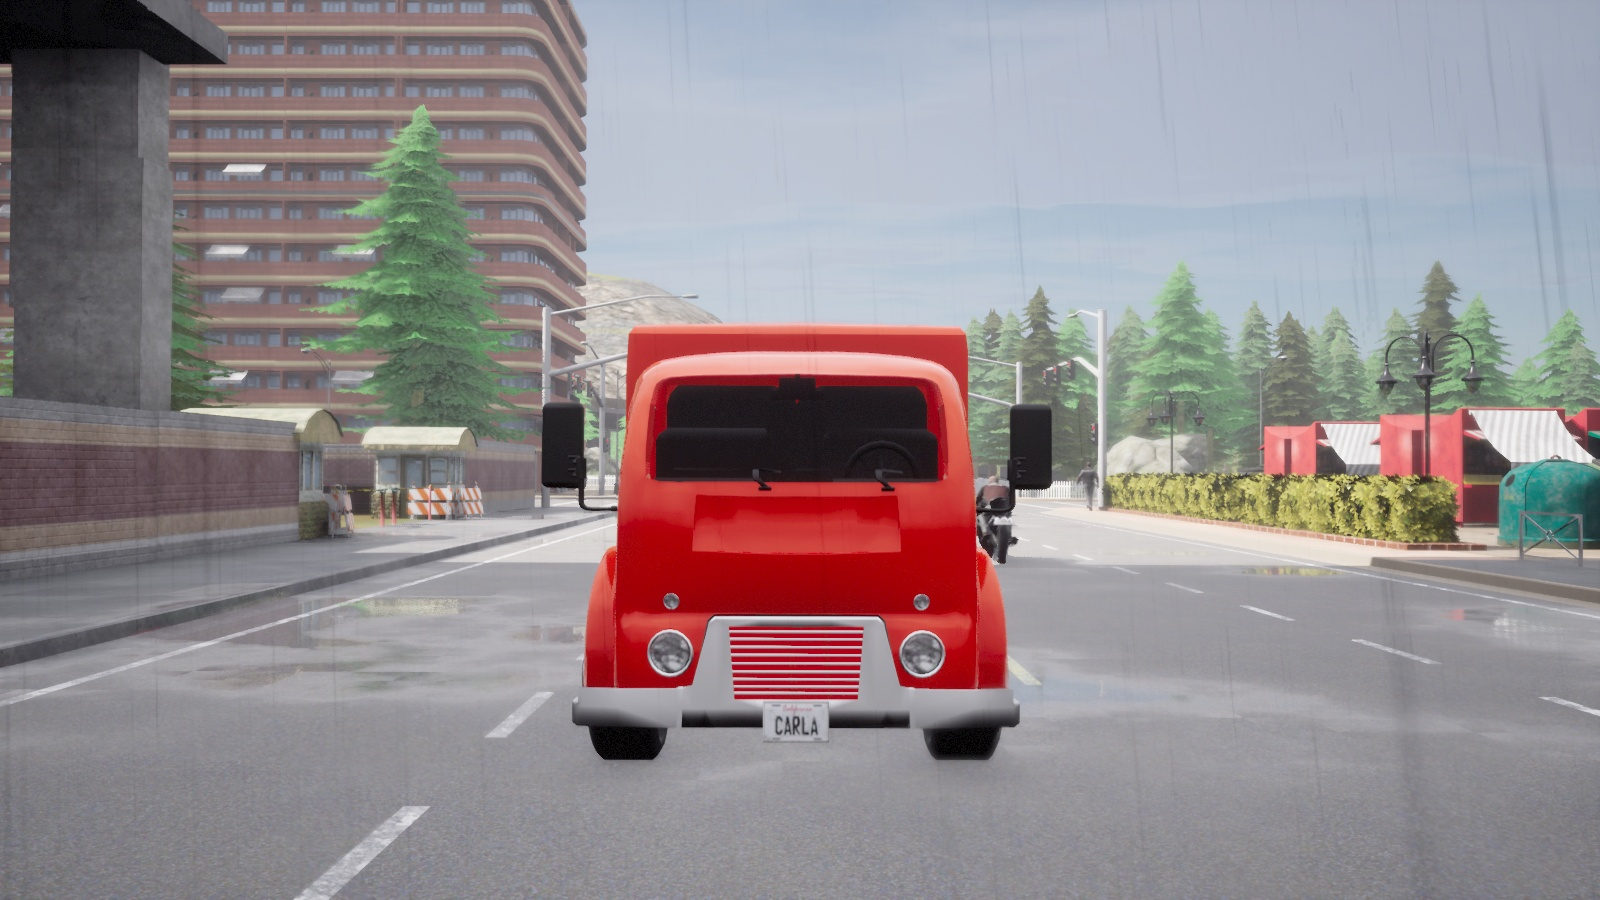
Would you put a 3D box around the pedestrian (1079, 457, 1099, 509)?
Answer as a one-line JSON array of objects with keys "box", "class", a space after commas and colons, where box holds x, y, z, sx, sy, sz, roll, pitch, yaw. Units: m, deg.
[{"box": [10.556, 1.194, 45.837, 0.563, 1.883, 0.849, 0, -1, 3], "class": "pedestrian"}]

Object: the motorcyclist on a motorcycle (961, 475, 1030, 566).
[{"box": [3.448, 1.210, 22.332, 0.866, 1.530, 2.191, 0, -1, 0], "class": "motorcyclist on a motorcycle"}]

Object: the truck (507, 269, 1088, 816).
[{"box": [-0.022, 0.472, 8.304, 2.627, 2.467, 5.204, 0, -1, 0], "class": "truck"}]
